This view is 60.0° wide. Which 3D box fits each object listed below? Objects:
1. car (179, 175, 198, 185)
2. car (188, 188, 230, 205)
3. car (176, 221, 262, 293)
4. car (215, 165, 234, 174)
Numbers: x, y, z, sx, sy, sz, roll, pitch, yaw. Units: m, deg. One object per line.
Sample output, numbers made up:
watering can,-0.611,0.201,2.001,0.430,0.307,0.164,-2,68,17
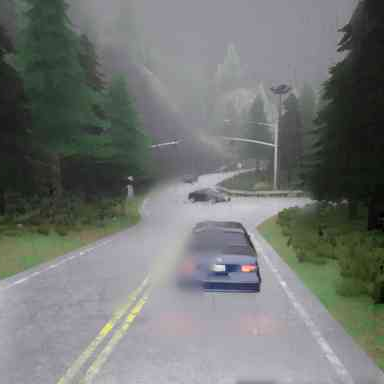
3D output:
car,-0.492,-1.937,51.964,1.895,1.301,4.718,1,10,17
car,1.601,0.394,33.319,2.128,1.511,4.902,-9,7,-42
car,0.737,1.496,8.909,2.033,1.411,5.357,0,0,5
car,6.508,-4.486,66.097,1.837,1.490,4.892,4,11,42
